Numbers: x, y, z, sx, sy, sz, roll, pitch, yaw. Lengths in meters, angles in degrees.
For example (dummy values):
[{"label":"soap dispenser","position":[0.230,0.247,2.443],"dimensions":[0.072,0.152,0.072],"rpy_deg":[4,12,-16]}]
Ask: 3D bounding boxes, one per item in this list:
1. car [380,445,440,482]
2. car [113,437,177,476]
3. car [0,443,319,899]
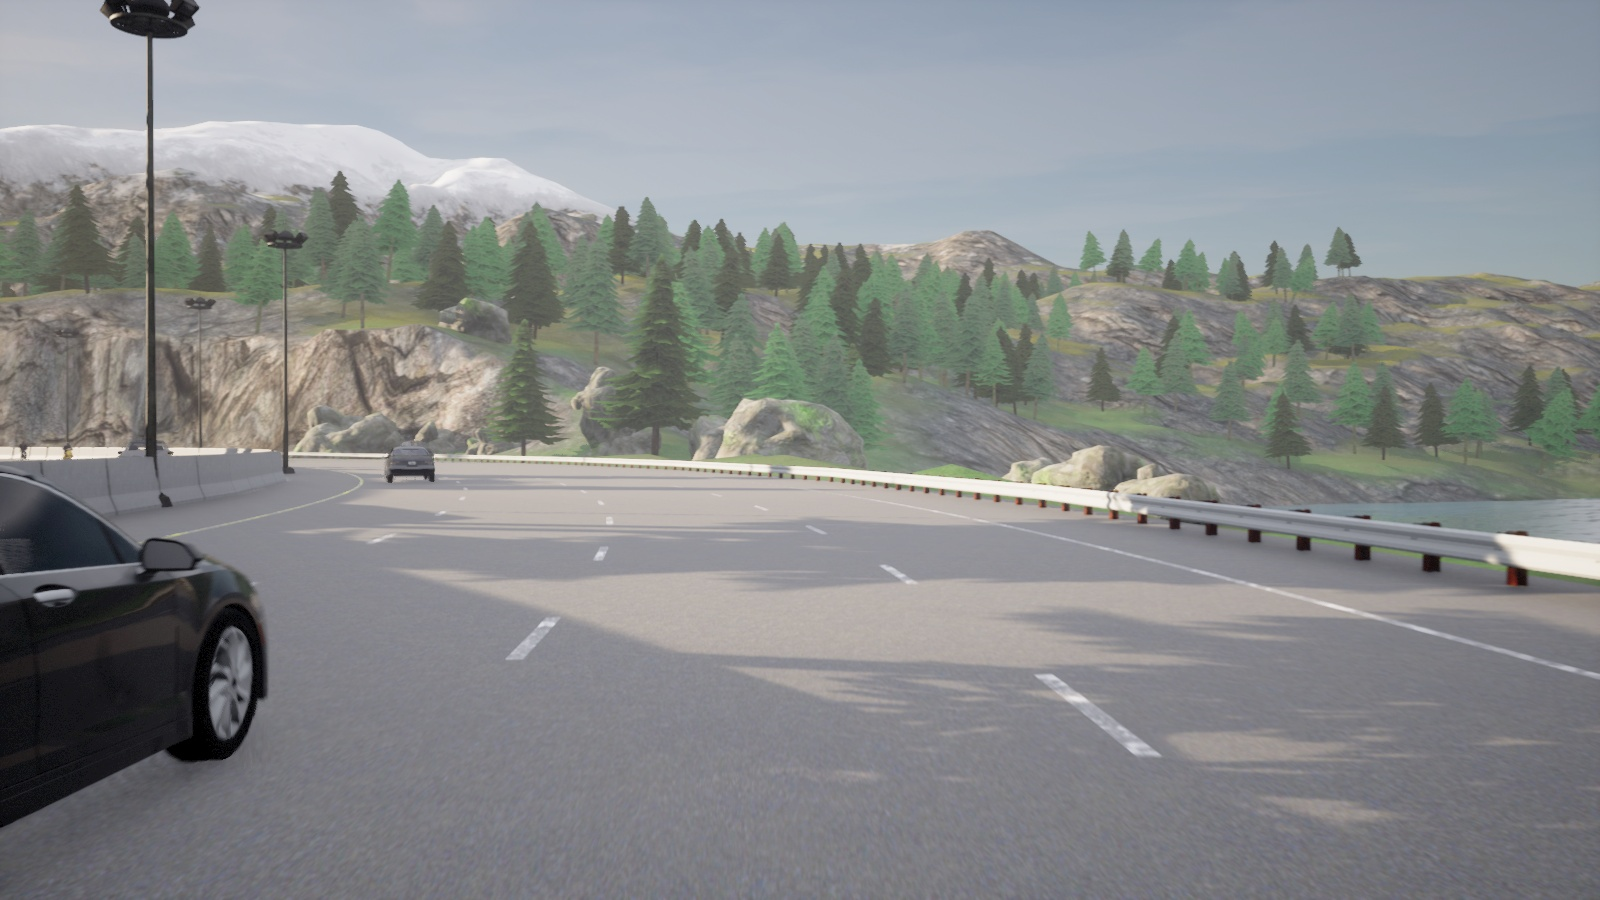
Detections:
[{"label":"car","position":[-15.713,0.503,50.465],"dimensions":[2.033,1.411,5.357],"rpy_deg":[0,0,-20]},{"label":"car","position":[-29.414,0.261,56.508],"dimensions":[2.242,1.667,4.611],"rpy_deg":[0,0,-24]},{"label":"car","position":[-3.552,0.724,4.592],"dimensions":[1.837,1.490,4.892],"rpy_deg":[0,0,-2]}]
